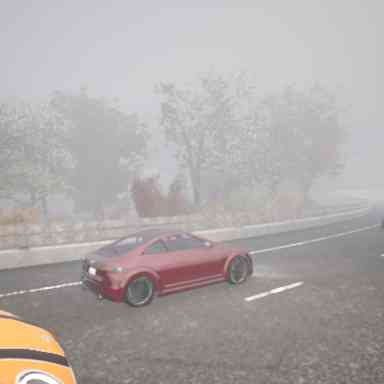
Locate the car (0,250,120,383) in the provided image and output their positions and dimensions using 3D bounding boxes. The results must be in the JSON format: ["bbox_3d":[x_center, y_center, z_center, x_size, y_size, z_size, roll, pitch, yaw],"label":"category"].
[{"bbox_3d":[-2.976,1.364,1.824,4.553,1.767,2.097,0,0,-35],"label":"car"}]

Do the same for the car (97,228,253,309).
[{"bbox_3d":[-0.460,1.588,8.047,4.181,1.385,1.994,0,0,-38],"label":"car"}]

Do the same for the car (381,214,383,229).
[{"bbox_3d":[13.349,1.558,20.960,1.812,1.442,4.674,0,0,43],"label":"car"}]

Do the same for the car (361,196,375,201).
[{"bbox_3d":[43.661,1.637,84.462,1.812,1.442,4.674,0,0,1],"label":"car"}]

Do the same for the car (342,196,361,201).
[{"bbox_3d":[40.169,1.665,84.695,2.033,1.411,5.357,0,0,1],"label":"car"}]
